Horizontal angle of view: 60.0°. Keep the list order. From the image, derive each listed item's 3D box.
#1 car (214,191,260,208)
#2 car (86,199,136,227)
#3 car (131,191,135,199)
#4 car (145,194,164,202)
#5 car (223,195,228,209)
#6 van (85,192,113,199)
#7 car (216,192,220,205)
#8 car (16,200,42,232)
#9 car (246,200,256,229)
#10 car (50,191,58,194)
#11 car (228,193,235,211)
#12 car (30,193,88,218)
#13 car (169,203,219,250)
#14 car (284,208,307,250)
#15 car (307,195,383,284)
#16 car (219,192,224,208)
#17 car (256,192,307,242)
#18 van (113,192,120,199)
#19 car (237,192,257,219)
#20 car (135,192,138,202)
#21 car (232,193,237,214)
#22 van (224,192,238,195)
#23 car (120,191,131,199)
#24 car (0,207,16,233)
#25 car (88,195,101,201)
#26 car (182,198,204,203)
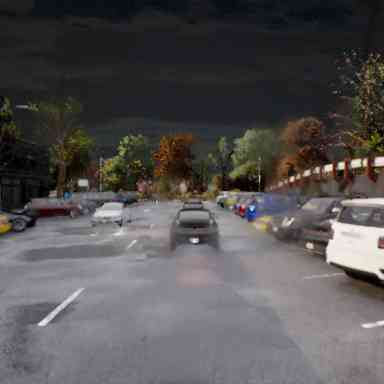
[{"bbox_3d":[5.996,0.989,44.391,5.566,2.045,2.435,1,0,-20],"label":"car"},{"bbox_3d":[-5.096,1.408,21.614,1.812,1.442,4.674,0,0,0],"label":"car"},{"bbox_3d":[-10.952,0.988,44.580,5.566,2.045,2.435,-1,0,-20],"label":"car"},{"bbox_3d":[-7.506,1.193,65.934,1.837,1.490,4.892,0,0,-39],"label":"car"},{"bbox_3d":[5.968,1.311,32.284,4.892,1.521,2.231,1,1,-20],"label":"car"},{"bbox_3d":[-11.095,1.066,35.644,4.442,1.987,1.878,-1,1,-20],"label":"van"},{"bbox_3d":[5.952,1.006,41.331,5.566,2.045,2.435,1,1,-20],"label":"car"},{"bbox_3d":[-10.976,1.418,17.952,4.792,1.488,2.163,-1,0,-20],"label":"car"},{"bbox_3d":[5.771,1.388,17.108,5.366,1.575,1.946,1,1,-20],"label":"car"},{"bbox_3d":[-26.636,0.879,63.848,2.435,2.045,5.566,0,1,-19],"label":"car"},{"bbox_3d":[5.921,1.200,29.263,4.553,1.767,2.185,1,0,-20],"label":"car"},{"bbox_3d":[-11.022,1.215,26.802,4.553,1.767,2.185,-1,0,-20],"label":"car"},{"bbox_3d":[0.095,1.428,14.019,1.837,1.490,4.892,0,0,0],"label":"car"},{"bbox_3d":[5.925,1.426,11.139,4.892,1.521,2.231,1,0,-20],"label":"car"},{"bbox_3d":[5.969,1.191,8.116,5.566,2.045,2.435,1,0,-20],"label":"car"},{"bbox_3d":[6.001,1.150,38.333,4.553,1.767,2.185,1,1,-20],"label":"car"},{"bbox_3d":[5.913,1.157,14.144,5.566,2.045,2.435,1,1,-20],"label":"car"},{"bbox_3d":[-11.091,1.049,38.603,4.442,1.987,1.878,-1,1,-20],"label":"van"},{"bbox_3d":[5.978,1.125,20.207,5.566,2.045,2.435,1,0,-20],"label":"car"},{"bbox_3d":[-10.992,0.955,50.464,5.566,2.045,2.435,-1,1,-20],"label":"car"},{"bbox_3d":[5.926,1.217,26.233,4.553,1.767,2.185,1,0,-20],"label":"car"},{"bbox_3d":[6.074,1.068,35.350,4.442,1.987,1.878,1,0,-20],"label":"van"},{"bbox_3d":[-10.957,1.005,41.620,5.566,2.045,2.435,-1,0,-20],"label":"car"},{"bbox_3d":[-11.173,1.405,14.906,5.366,1.575,1.946,-1,1,-20],"label":"car"},{"bbox_3d":[-10.988,1.325,29.778,4.892,1.521,2.231,-1,1,-20],"label":"car"},{"bbox_3d":[0.113,1.320,31.192,2.128,1.511,4.902,0,0,0],"label":"car"}]
